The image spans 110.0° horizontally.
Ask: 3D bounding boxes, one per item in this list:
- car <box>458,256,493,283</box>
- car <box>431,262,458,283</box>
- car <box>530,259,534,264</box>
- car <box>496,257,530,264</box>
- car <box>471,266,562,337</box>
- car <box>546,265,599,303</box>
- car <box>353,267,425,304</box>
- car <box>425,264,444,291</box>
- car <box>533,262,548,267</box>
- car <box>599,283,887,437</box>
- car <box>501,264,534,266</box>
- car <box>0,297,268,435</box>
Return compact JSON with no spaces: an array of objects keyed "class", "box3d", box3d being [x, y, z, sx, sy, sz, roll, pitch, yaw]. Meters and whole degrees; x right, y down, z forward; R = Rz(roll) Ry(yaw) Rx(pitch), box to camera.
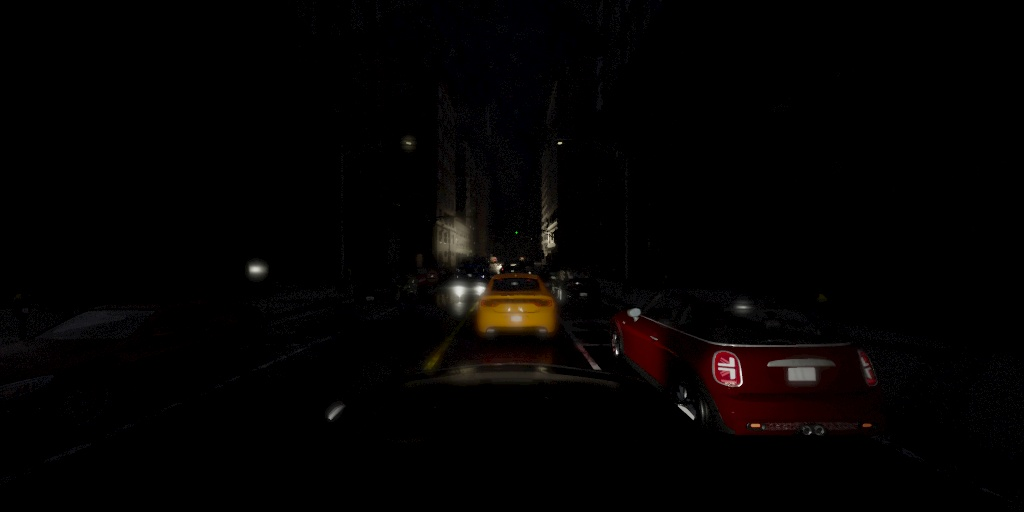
[{"class":"car","box3d":[-2.965,1.034,28.227,2.150,2.045,5.566,0,0,0]},{"class":"car","box3d":[-5.634,1.193,27.486,1.967,1.591,4.097,0,0,0]},{"class":"car","box3d":[2.976,1.232,64.563,1.967,1.591,4.097,0,0,0]},{"class":"car","box3d":[0.176,1.105,29.343,2.097,1.767,4.553,0,0,3]},{"class":"car","box3d":[0.109,1.228,10.360,1.882,1.535,5.008,0,0,0]},{"class":"car","box3d":[2.876,1.301,16.472,2.007,1.370,4.403,0,0,0]},{"class":"car","box3d":[-5.649,1.316,16.484,1.948,1.339,4.313,0,0,0]},{"class":"car","box3d":[-5.642,1.333,21.985,1.802,1.307,4.207,0,0,0]},{"class":"car","box3d":[2.891,1.318,27.474,1.948,1.339,4.313,0,0,0]},{"class":"car","box3d":[2.861,1.190,5.469,1.967,1.591,4.097,0,0,0]},{"class":"car","box3d":[0.125,1.315,19.552,1.994,1.385,4.181,0,0,0]},{"class":"car","box3d":[-5.664,1.332,5.481,1.802,1.307,4.207,0,0,0]}]
